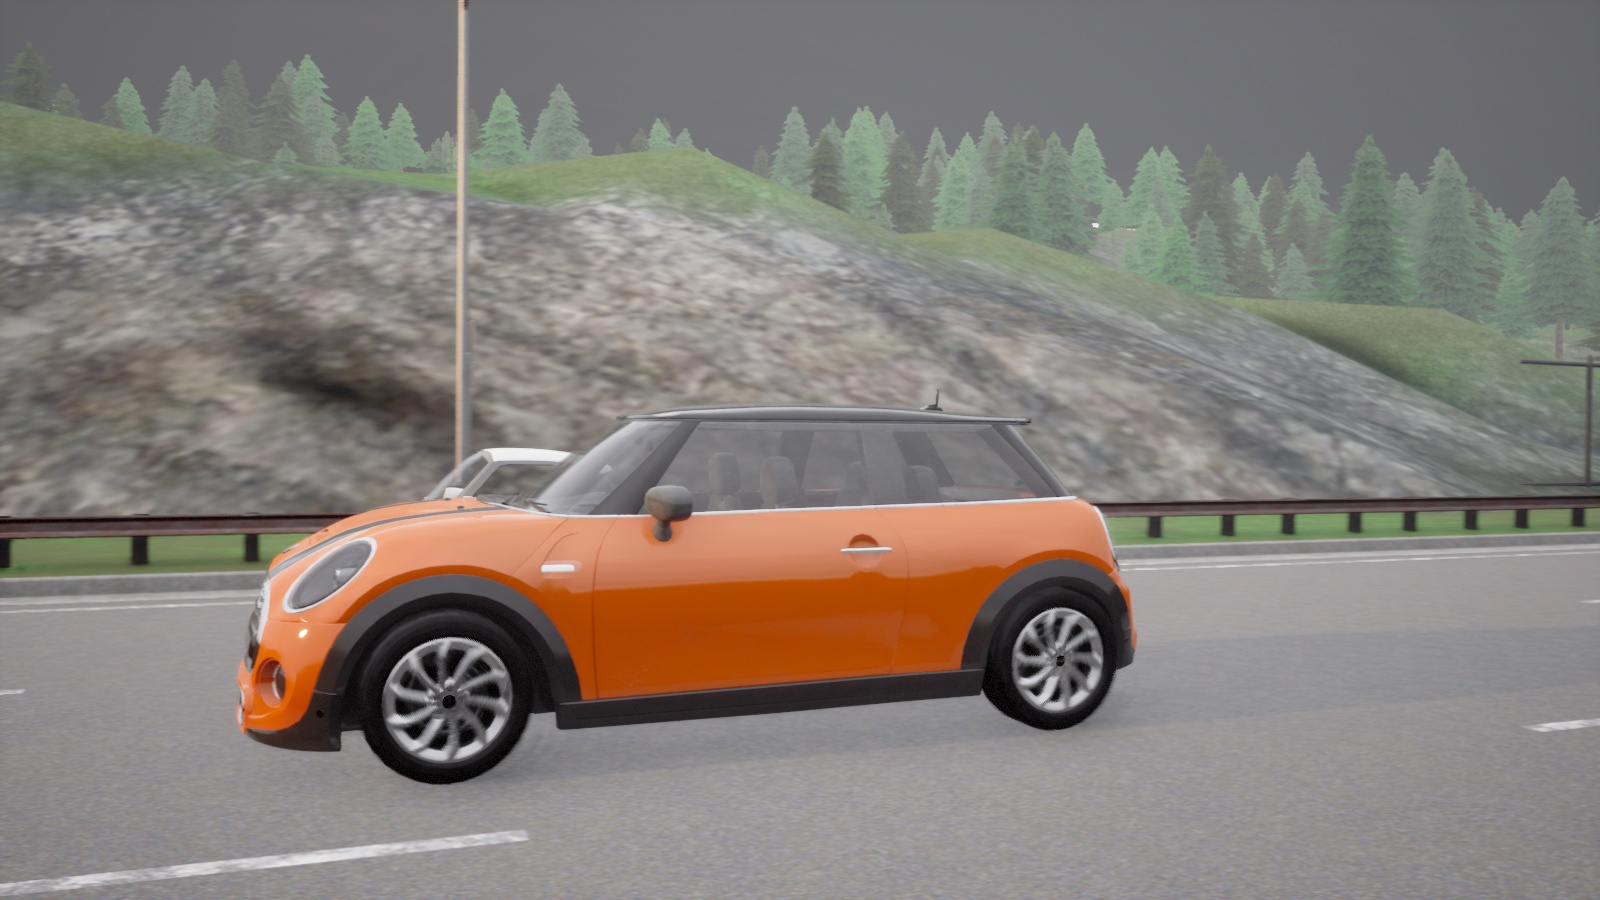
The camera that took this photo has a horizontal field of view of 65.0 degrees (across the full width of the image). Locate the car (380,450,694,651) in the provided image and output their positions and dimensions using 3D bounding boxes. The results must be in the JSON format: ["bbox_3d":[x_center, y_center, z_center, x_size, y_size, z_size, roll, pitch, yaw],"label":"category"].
[{"bbox_3d":[-2.114,0.710,9.924,2.207,1.376,1.481,-1,1,-21],"label":"car"}]

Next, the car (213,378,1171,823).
[{"bbox_3d":[-0.556,0.547,6.770,4.553,1.767,2.097,-1,1,-21],"label":"car"}]
